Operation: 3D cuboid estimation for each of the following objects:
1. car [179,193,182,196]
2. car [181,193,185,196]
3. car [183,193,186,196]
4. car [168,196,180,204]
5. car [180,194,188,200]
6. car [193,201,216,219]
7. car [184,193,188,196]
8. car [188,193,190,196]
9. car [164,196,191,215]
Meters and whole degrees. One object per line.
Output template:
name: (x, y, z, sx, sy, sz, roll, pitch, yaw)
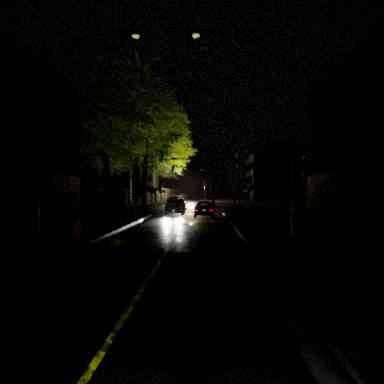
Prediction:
car: (-3.345, 1.427, 58.571, 2.008, 1.369, 4.403, 2, 0, 2)
car: (-3.106, 1.425, 65.703, 2.008, 1.369, 4.403, 2, 0, 2)
car: (-2.945, 1.440, 71.151, 1.947, 1.339, 4.313, 2, 0, 2)
car: (-3.310, 1.401, 60.545, 1.752, 1.417, 4.829, 2, 0, 2)
car: (-2.295, 1.340, 92.942, 1.967, 1.590, 4.097, 2, 0, 2)
car: (1.077, 1.500, 29.105, 2.033, 1.411, 5.357, 1, 0, 3)
car: (-2.622, 1.464, 82.046, 1.802, 1.307, 4.206, 2, 0, 2)
car: (-2.453, 1.205, 87.494, 2.192, 1.841, 5.009, 2, 0, 2)
car: (-1.570, 1.415, 32.330, 2.128, 1.511, 4.902, 1, 0, 2)
